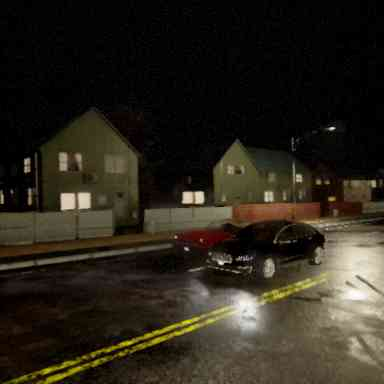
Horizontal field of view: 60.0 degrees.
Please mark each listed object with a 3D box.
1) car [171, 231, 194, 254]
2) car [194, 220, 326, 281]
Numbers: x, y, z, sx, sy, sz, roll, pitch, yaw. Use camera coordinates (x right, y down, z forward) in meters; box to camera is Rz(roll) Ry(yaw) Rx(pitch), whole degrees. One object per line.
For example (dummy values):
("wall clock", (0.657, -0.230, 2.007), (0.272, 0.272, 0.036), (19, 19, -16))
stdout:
("car", (1.418, 1.870, 14.078), (4.718, 1.301, 1.895), (1, -1, -43))
("car", (2.557, 1.706, 10.702), (4.892, 1.490, 1.837), (1, -2, -43))
